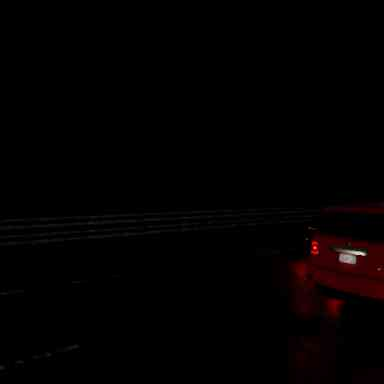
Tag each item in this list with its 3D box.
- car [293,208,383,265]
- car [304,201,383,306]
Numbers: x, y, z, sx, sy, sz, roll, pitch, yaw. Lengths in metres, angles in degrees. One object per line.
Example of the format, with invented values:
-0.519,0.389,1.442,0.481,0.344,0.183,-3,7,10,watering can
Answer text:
6.247,1.488,12.501,4.902,1.511,2.128,0,0,-35,car
4.819,1.220,7.192,5.566,2.045,2.150,0,0,-36,car
